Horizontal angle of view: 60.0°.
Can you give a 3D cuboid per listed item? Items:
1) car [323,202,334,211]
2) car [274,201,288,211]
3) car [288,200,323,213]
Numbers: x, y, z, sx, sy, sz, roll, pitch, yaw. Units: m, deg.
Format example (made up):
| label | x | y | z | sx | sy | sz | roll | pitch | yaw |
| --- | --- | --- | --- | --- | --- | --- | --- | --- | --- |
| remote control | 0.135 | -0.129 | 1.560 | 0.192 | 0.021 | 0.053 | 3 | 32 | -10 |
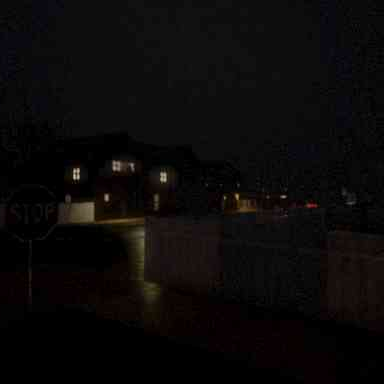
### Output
| label | x | y | z | sx | sy | sz | roll | pitch | yaw |
| --- | --- | --- | --- | --- | --- | --- | --- | --- | --- |
| car | 19.872 | 2.164 | 48.710 | 1.895 | 1.301 | 4.718 | 0 | -1 | 35 |
| car | 12.098 | 1.937 | 42.473 | 1.837 | 1.490 | 4.892 | 0 | -1 | 35 |
| car | 13.549 | 1.778 | 39.594 | 2.097 | 1.767 | 4.553 | 0 | 0 | 36 |
